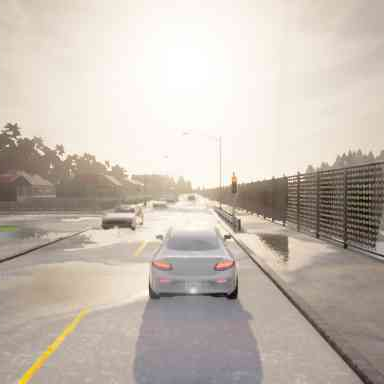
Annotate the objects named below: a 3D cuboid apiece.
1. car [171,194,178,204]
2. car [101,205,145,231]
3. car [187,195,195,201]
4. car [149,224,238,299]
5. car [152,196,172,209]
[{"bbox_3d":[-4.200,1.477,61.869,1.882,1.535,5.008,0,0,0],"label":"car"},{"bbox_3d":[-4.146,1.547,20.815,2.033,1.411,5.357,0,0,0],"label":"car"},{"bbox_3d":[-0.196,1.478,86.430,1.882,1.535,5.008,0,0,0],"label":"car"},{"bbox_3d":[0.036,1.526,8.307,1.812,1.442,4.674,0,0,0],"label":"car"},{"bbox_3d":[-4.198,1.547,44.838,2.033,1.411,5.357,0,0,0],"label":"car"}]
